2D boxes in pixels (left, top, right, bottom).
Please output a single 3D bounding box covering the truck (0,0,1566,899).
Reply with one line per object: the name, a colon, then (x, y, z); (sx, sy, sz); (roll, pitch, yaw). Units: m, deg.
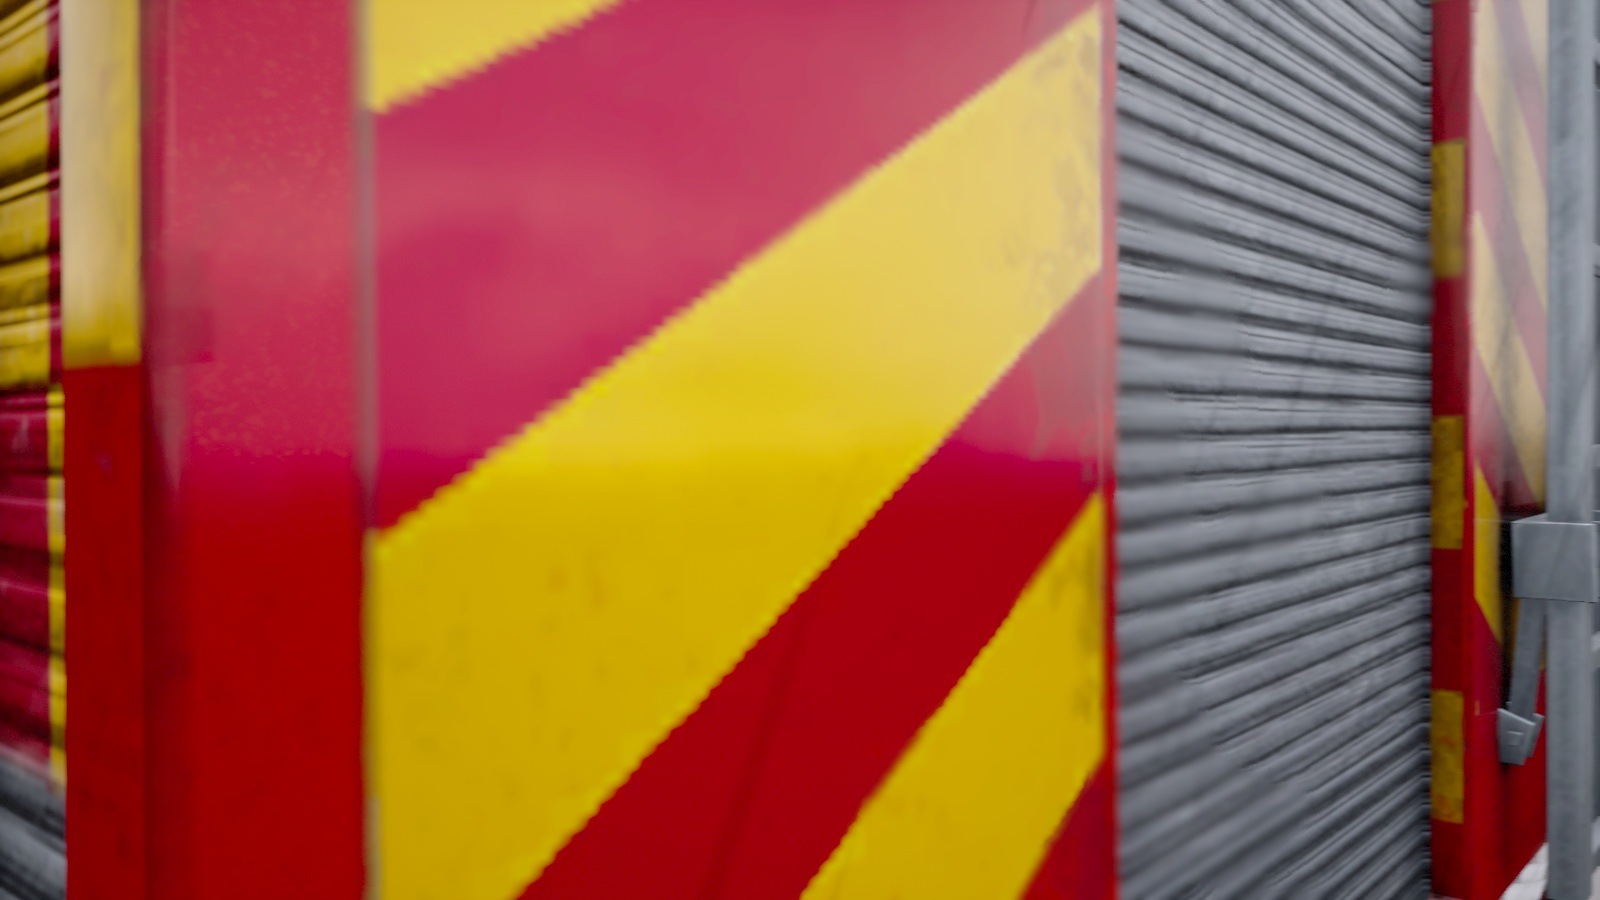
truck: (-2.533, -0.395, 4.343); (8.468, 3.827, 2.891); (1, 1, 41)
